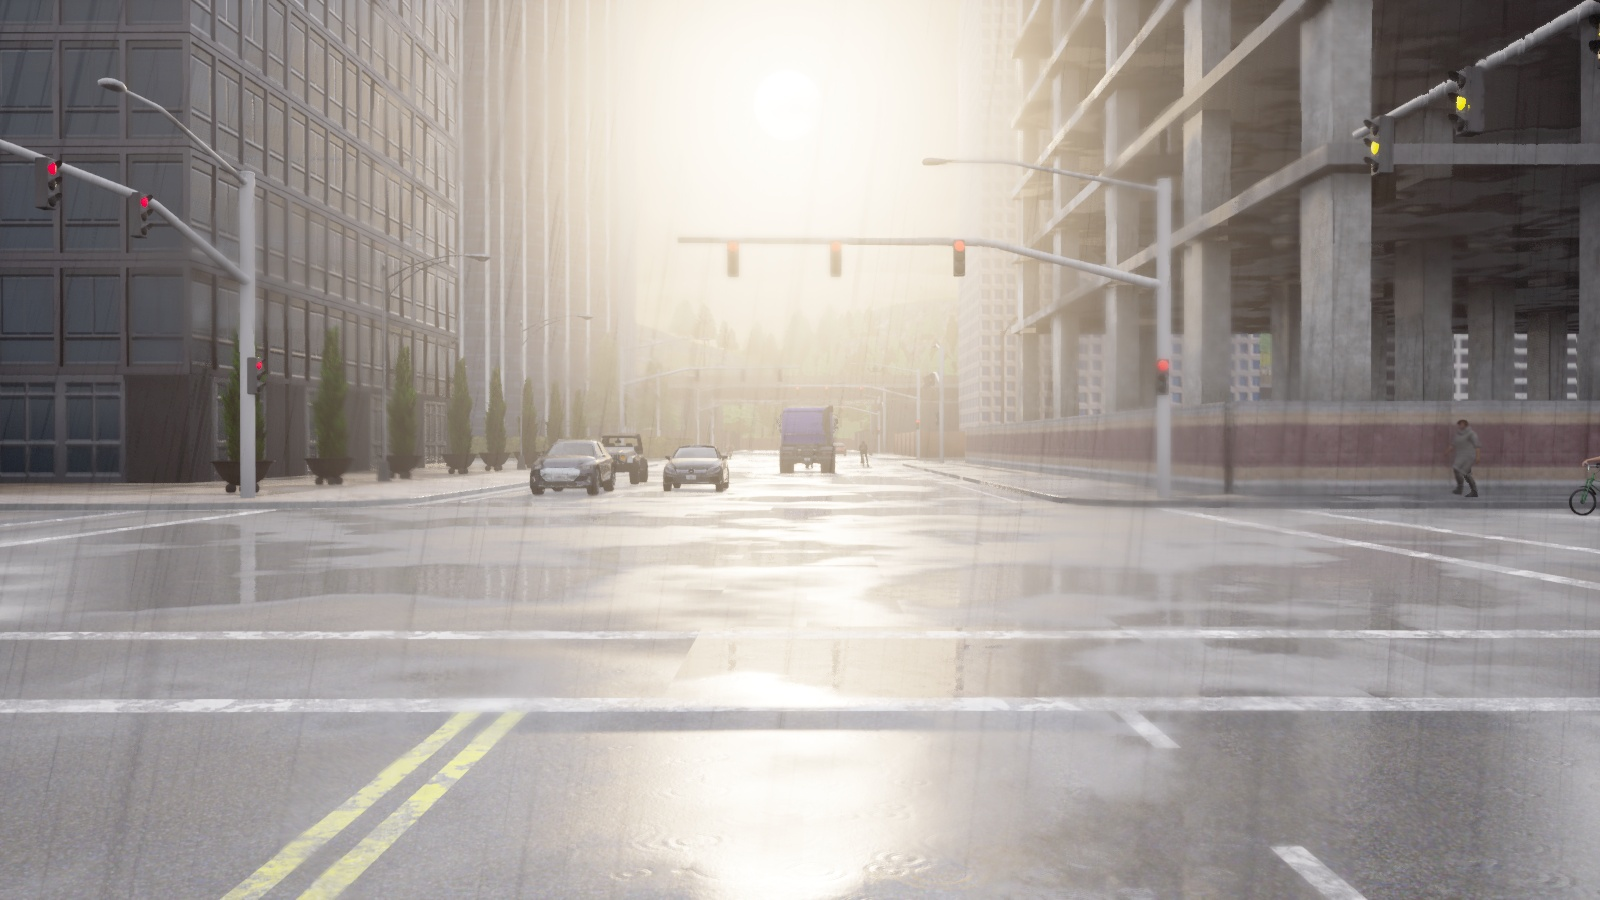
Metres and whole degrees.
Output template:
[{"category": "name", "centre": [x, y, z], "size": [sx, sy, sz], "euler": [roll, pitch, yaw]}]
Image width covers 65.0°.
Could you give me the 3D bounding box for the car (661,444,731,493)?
[{"category": "car", "centre": [-3.261, 0.543, 40.083], "size": [1.812, 1.442, 4.674], "euler": [0, 0, 0]}]

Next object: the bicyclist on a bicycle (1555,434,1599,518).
[{"category": "bicyclist on a bicycle", "centre": [15.731, 0.502, 24.463], "size": [1.509, 1.612, 0.866], "euler": [0, 0, 0]}]

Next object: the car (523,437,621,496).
[{"category": "car", "centre": [-6.774, 0.457, 37.851], "size": [2.033, 1.649, 4.856], "euler": [0, 0, 0]}]

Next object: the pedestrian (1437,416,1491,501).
[{"category": "pedestrian", "centre": [15.540, 0.196, 29.403], "size": [0.873, 1.952, 0.659], "euler": [0, 0, -7]}]

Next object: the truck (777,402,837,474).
[{"category": "truck", "centre": [0.376, -0.599, 64.556], "size": [2.891, 3.462, 7.936], "euler": [0, 0, 0]}]

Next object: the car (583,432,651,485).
[{"category": "car", "centre": [-6.726, 0.274, 46.513], "size": [1.905, 1.878, 3.866], "euler": [0, 0, 0]}]
